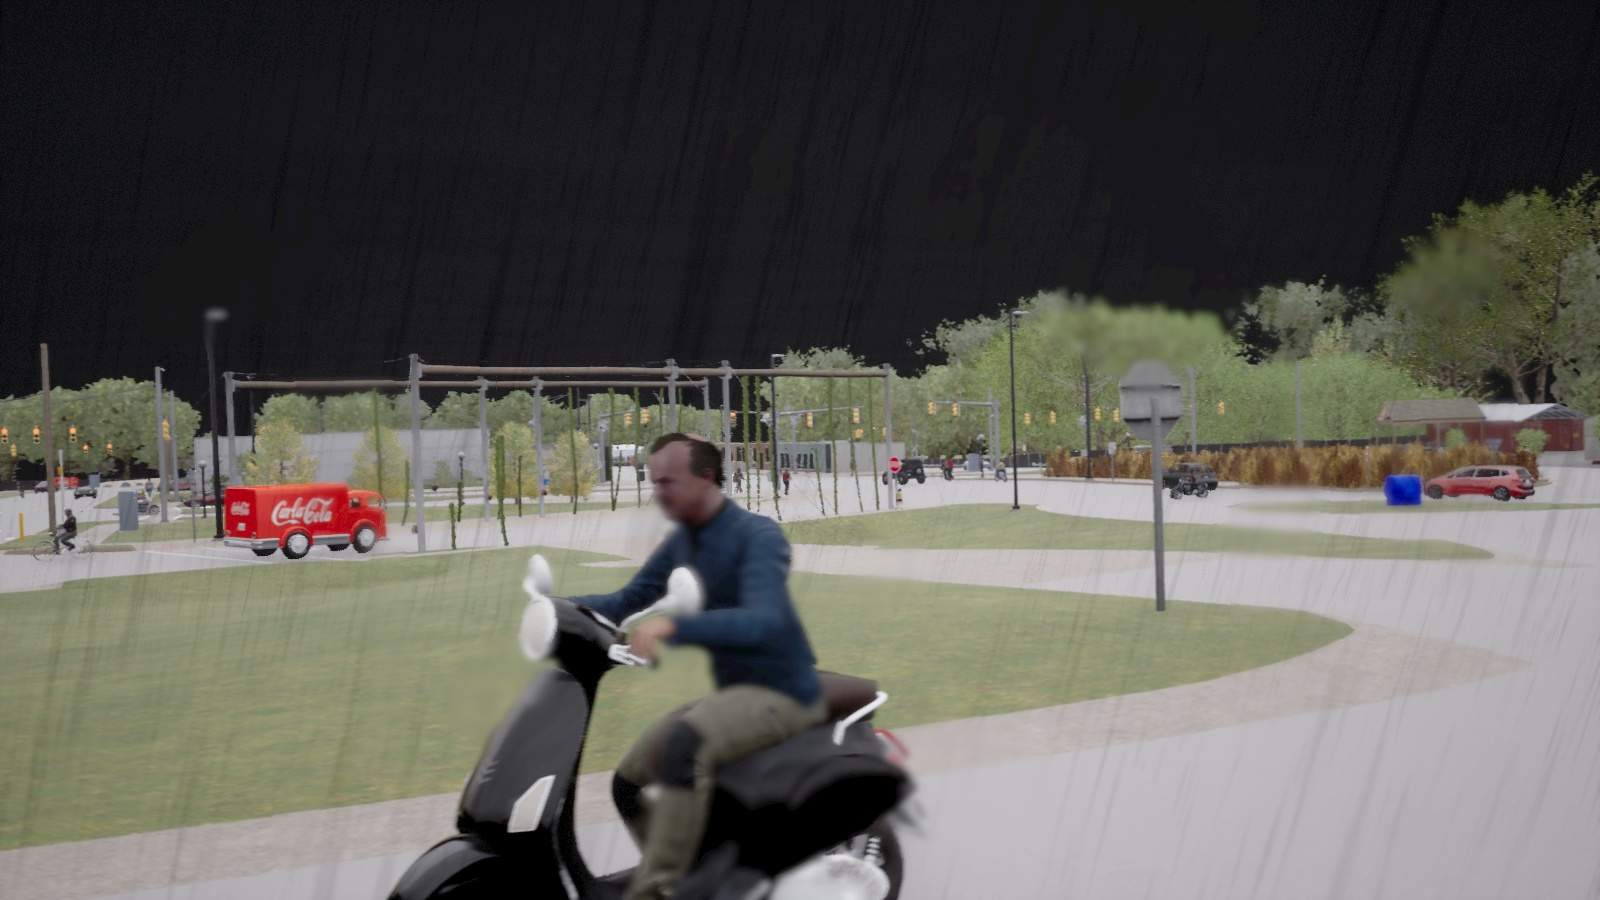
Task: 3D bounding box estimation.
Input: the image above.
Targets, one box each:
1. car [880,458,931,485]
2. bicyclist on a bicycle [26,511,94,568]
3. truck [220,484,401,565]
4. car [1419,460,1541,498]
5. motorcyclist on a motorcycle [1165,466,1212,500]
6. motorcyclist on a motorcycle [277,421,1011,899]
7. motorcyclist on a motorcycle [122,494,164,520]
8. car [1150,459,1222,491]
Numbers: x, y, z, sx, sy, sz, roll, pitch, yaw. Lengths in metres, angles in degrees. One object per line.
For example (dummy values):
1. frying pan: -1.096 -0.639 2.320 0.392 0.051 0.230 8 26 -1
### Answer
1. car: 7.789 1.586 92.947 1.905 1.878 3.866 -3 0 -27
2. bicyclist on a bicycle: -24.926 2.982 42.313 0.659 1.776 1.843 0 0 40
3. truck: -16.932 2.497 43.668 2.627 2.467 5.204 -1 0 40
4. car: 32.510 1.377 60.164 2.242 1.667 4.611 -1 0 -40
5. motorcyclist on a motorcycle: 20.134 1.683 65.026 2.350 1.649 0.766 -2 1 -22
6. motorcyclist on a motorcycle: -0.368 0.747 3.479 1.817 1.590 0.866 0 -2 -39
7. motorcyclist on a motorcycle: -44.003 3.817 84.083 2.350 1.649 0.766 -1 -1 -6
8. car: 22.066 1.407 71.930 1.851 1.617 3.988 -3 1 -21
